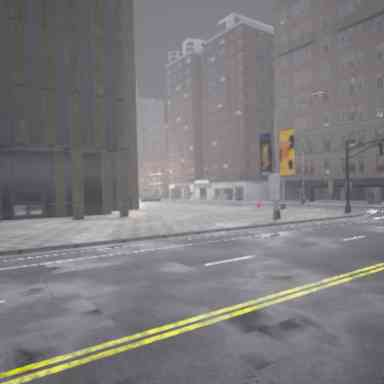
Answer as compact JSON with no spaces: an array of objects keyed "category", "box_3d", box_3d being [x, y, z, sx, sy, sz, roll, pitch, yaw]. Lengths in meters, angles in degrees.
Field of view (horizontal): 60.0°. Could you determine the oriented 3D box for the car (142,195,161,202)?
[{"category":"car","box_3d":[-8.050,1.329,65.566,2.033,1.411,5.357,-2,1,-35]}]
